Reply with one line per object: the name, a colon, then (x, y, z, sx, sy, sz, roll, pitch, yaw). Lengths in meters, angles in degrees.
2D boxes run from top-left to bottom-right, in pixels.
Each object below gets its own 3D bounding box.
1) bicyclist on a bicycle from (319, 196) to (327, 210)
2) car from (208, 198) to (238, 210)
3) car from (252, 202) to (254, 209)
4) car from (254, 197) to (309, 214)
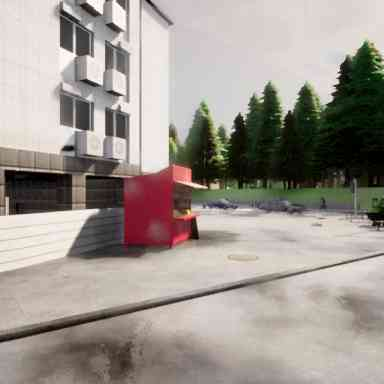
bicyclist on a bicycle: (15.947, 1.348, 40.557, 1.656, 1.620, 0.582, 0, 0, -35)
car: (3.867, 1.525, 43.074, 1.812, 1.442, 4.674, 0, 0, -35)
car: (9.680, 1.351, 42.112, 2.097, 1.767, 4.553, 0, 0, -35)
car: (9.525, 1.547, 35.095, 2.033, 1.411, 5.357, 0, 0, -35)
